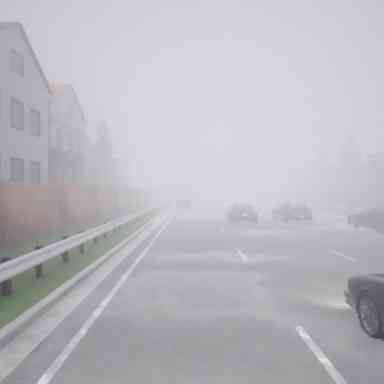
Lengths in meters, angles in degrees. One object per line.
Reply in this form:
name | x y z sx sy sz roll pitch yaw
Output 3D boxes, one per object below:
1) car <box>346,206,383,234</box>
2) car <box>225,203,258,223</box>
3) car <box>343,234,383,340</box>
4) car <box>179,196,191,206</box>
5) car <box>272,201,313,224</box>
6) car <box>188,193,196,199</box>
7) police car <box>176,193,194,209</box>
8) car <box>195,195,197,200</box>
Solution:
car | 10.601 1.492 18.452 2.033 1.411 5.357 0 0 0
car | 3.600 1.490 24.691 1.994 1.385 4.181 0 0 0
car | 3.600 1.537 3.454 2.033 1.411 5.357 0 0 0
car | -1.047 1.370 52.395 1.812 1.442 4.674 0 0 0
car | 7.101 1.419 23.938 2.128 1.511 4.902 0 0 0
car | 0.007 1.069 91.011 2.128 1.511 4.902 0 0 0
police car | -1.048 1.298 42.504 1.930 1.638 5.238 0 0 0
car | 0.006 1.089 75.605 1.837 1.490 4.892 0 0 0
